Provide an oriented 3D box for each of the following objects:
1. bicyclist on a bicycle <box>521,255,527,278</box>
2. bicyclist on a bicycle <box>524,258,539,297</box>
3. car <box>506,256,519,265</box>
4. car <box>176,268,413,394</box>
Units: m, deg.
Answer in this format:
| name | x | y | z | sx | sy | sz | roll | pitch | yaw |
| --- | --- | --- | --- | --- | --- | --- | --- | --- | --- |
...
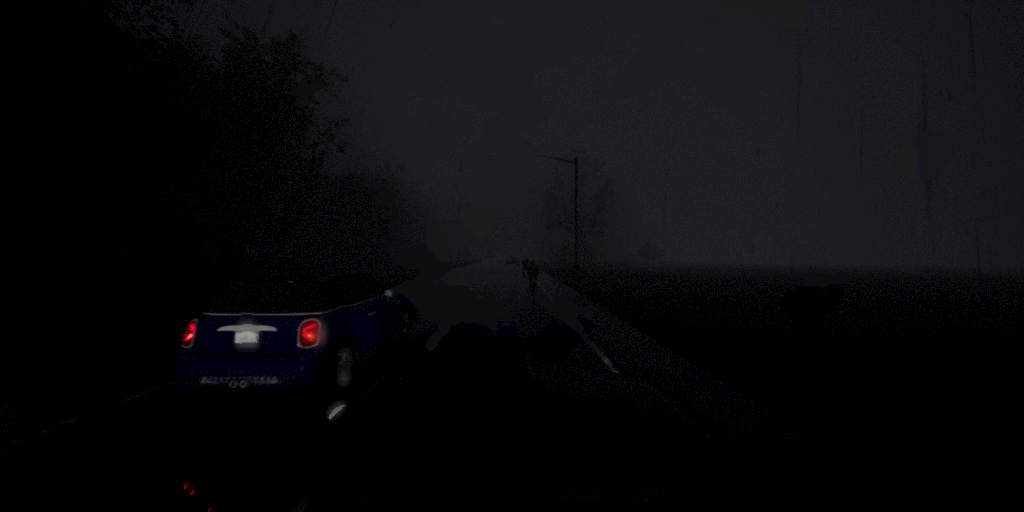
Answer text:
| name | x | y | z | sx | sy | sz | roll | pitch | yaw |
| --- | --- | --- | --- | --- | --- | --- | --- | --- | --- |
| bicyclist on a bicycle | 0.962 | 0.831 | 25.929 | 0.659 | 1.776 | 1.843 | 0 | 1 | 0 |
| bicyclist on a bicycle | 0.961 | 1.028 | 16.302 | 0.582 | 1.620 | 1.656 | 0 | 0 | 0 |
| car | 0.067 | 0.659 | 56.687 | 1.994 | 1.385 | 4.181 | 0 | 1 | 0 |
| car | -3.402 | 1.042 | 6.724 | 2.097 | 1.767 | 4.553 | 0 | 1 | 0 |
